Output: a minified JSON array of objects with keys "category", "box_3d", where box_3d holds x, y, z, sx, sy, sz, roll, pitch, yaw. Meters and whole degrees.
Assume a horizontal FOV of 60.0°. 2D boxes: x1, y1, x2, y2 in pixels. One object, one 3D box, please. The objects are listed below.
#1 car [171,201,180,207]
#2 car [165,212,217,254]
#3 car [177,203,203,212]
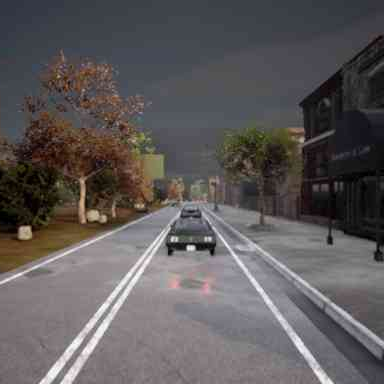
[{"category":"car","box_3d":[-3.465,2.602,71.576,1.994,1.385,4.181,0,-1,0]},{"category":"car","box_3d":[-0.032,1.757,14.136,1.895,1.301,4.718,0,-1,0]},{"category":"car","box_3d":[-0.078,1.903,29.339,1.837,1.490,4.892,0,0,0]}]
